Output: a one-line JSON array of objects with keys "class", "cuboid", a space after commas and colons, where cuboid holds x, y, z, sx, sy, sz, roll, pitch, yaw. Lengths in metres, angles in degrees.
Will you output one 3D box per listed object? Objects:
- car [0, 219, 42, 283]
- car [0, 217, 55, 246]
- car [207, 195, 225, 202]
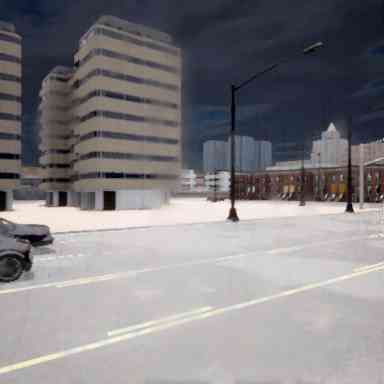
[{"class": "car", "cuboid": [-6.202, 1.564, 8.168, 4.181, 1.385, 1.994, 0, 0, -36]}, {"class": "car", "cuboid": [-7.661, 1.548, 11.427, 5.357, 1.411, 2.033, 0, 0, -36]}, {"class": "car", "cuboid": [5.613, 1.488, 77.744, 1.882, 1.535, 5.008, 0, 0, -36]}]
